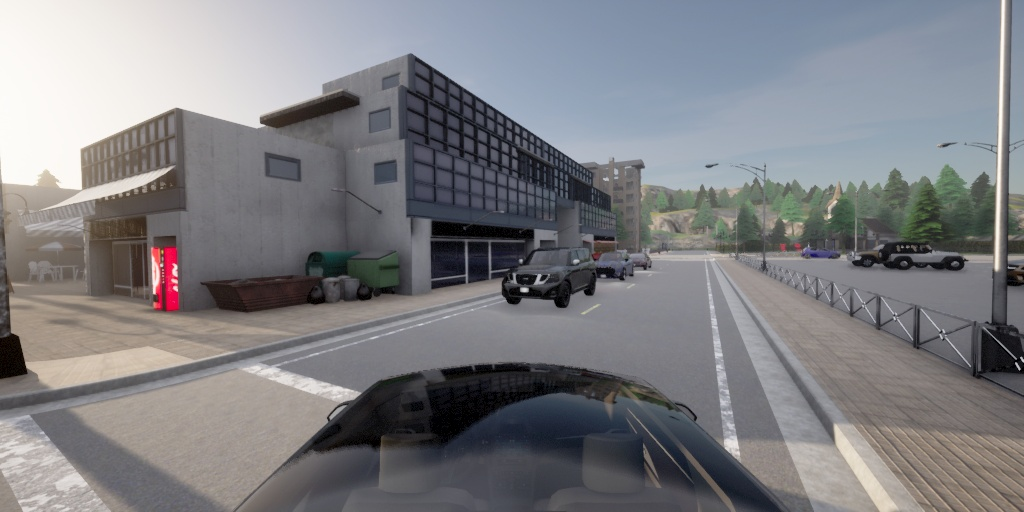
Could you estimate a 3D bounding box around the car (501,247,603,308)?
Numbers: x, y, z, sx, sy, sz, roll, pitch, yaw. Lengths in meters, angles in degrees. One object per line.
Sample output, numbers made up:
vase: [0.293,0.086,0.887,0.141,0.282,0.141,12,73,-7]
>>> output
car: [1.697,0.670,14.007,2.150,2.045,5.566,0,2,28]

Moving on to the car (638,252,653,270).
car: [11.159,0.406,31.704,1.812,1.442,4.674,0,2,28]

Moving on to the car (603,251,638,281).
car: [6.332,0.522,22.682,2.097,1.767,4.553,0,2,28]
